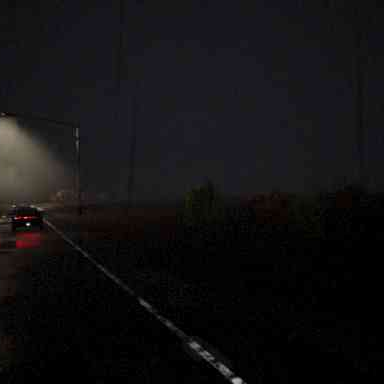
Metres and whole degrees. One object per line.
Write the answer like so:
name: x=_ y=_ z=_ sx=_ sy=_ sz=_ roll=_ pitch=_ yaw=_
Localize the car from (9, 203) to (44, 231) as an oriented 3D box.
car: x=-11.455 y=1.798 z=23.097 sx=1.837 sy=1.490 sz=4.892 roll=-1 pitch=0 yaw=-28
